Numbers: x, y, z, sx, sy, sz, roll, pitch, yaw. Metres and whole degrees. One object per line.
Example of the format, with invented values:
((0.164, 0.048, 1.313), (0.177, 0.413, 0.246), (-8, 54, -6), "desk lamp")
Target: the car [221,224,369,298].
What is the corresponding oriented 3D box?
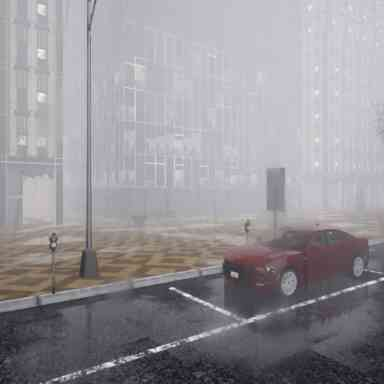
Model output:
((2.752, 1.545, 8.502), (4.507, 1.381, 1.887), (0, 0, -35), "car")
